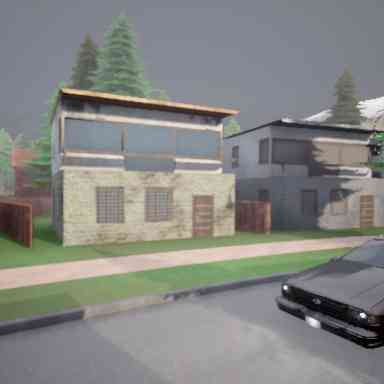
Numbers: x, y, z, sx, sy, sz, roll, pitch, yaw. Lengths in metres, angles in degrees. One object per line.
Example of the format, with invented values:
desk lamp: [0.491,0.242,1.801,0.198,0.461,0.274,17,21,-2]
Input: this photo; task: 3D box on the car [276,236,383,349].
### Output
car: [4.141,1.550,6.178,5.357,1.411,2.033,0,0,-28]
